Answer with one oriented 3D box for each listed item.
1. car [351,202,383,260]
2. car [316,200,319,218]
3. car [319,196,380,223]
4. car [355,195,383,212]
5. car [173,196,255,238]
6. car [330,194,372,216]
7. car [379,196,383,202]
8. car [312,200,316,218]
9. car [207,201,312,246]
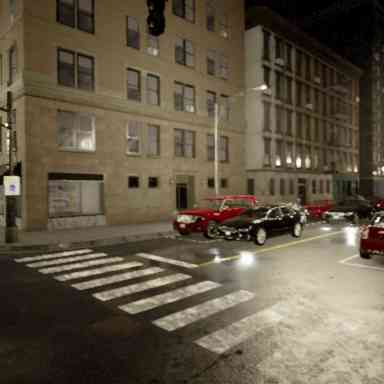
[{"bbox_3d":[6.980,1.258,10.685,4.097,1.590,1.967,-1,1,-44],"label":"car"},{"bbox_3d":[9.514,1.220,24.364,4.507,1.381,1.887,-1,1,-44],"label":"car"},{"bbox_3d":[10.308,1.217,21.591,4.674,1.442,1.812,-1,1,-44],"label":"car"},{"bbox_3d":[17.650,1.073,32.298,4.507,1.381,1.887,-1,1,-44],"label":"car"},{"bbox_3d":[1.376,1.137,16.429,5.009,1.841,2.192,-1,1,-44],"label":"car"},{"bbox_3d":[13.581,1.042,28.330,4.097,1.590,1.967,-1,1,-44],"label":"car"},{"bbox_3d":[17.624,1.160,28.721,4.718,1.301,1.895,-1,1,-44],"label":"car"},{"bbox_3d":[5.446,1.300,20.398,4.403,1.369,2.008,-1,1,-44],"label":"car"},{"bbox_3d":[3.122,1.326,14.588,4.892,1.490,1.837,-1,1,-44],"label":"car"}]
